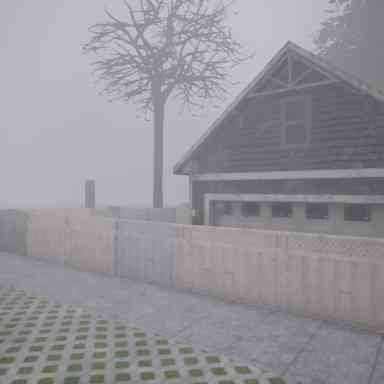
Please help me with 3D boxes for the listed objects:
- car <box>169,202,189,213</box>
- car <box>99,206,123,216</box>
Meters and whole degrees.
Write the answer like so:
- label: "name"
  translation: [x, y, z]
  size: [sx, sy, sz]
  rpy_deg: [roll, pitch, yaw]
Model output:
- label: "car"
  translation: [-0.638, 1.912, 37.151]
  size: [1.882, 1.535, 5.008]
  rpy_deg: [0, -1, 35]
- label: "car"
  translation: [-7.127, 1.877, 27.948]
  size: [1.895, 1.301, 4.718]
  rpy_deg: [0, -1, 35]
